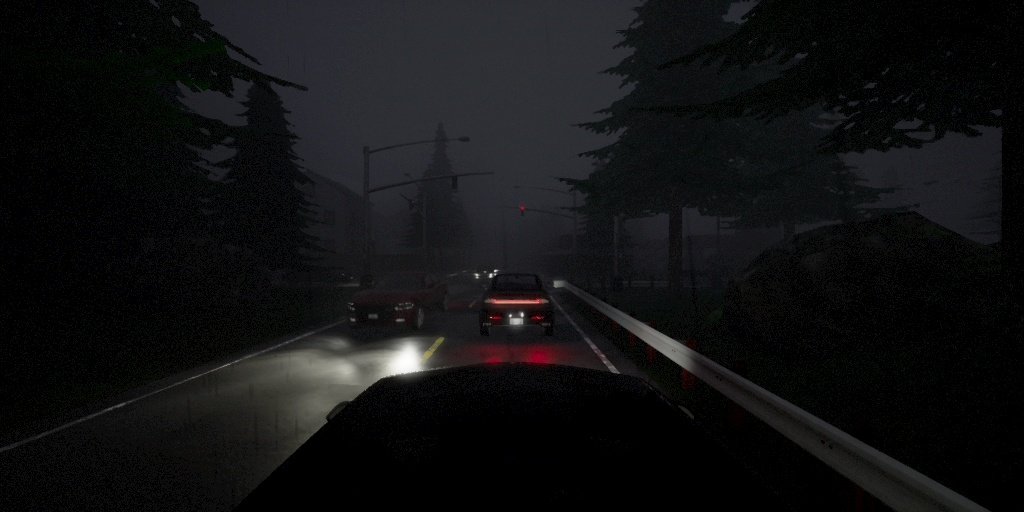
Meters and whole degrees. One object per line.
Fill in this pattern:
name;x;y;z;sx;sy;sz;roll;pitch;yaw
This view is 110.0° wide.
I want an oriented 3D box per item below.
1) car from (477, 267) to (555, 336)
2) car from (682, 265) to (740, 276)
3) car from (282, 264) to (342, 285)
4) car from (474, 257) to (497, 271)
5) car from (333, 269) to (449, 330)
car;0.134;1.242;10.395;2.128;1.511;4.902;0;0;1
car;15.550;1.336;28.461;4.718;1.301;1.895;0;0;1
car;-13.593;1.260;25.253;4.674;1.442;1.812;0;0;1
car;-3.224;1.227;44.079;1.882;1.535;5.008;0;0;1
car;-3.347;1.227;11.409;1.882;1.535;5.008;0;0;3
